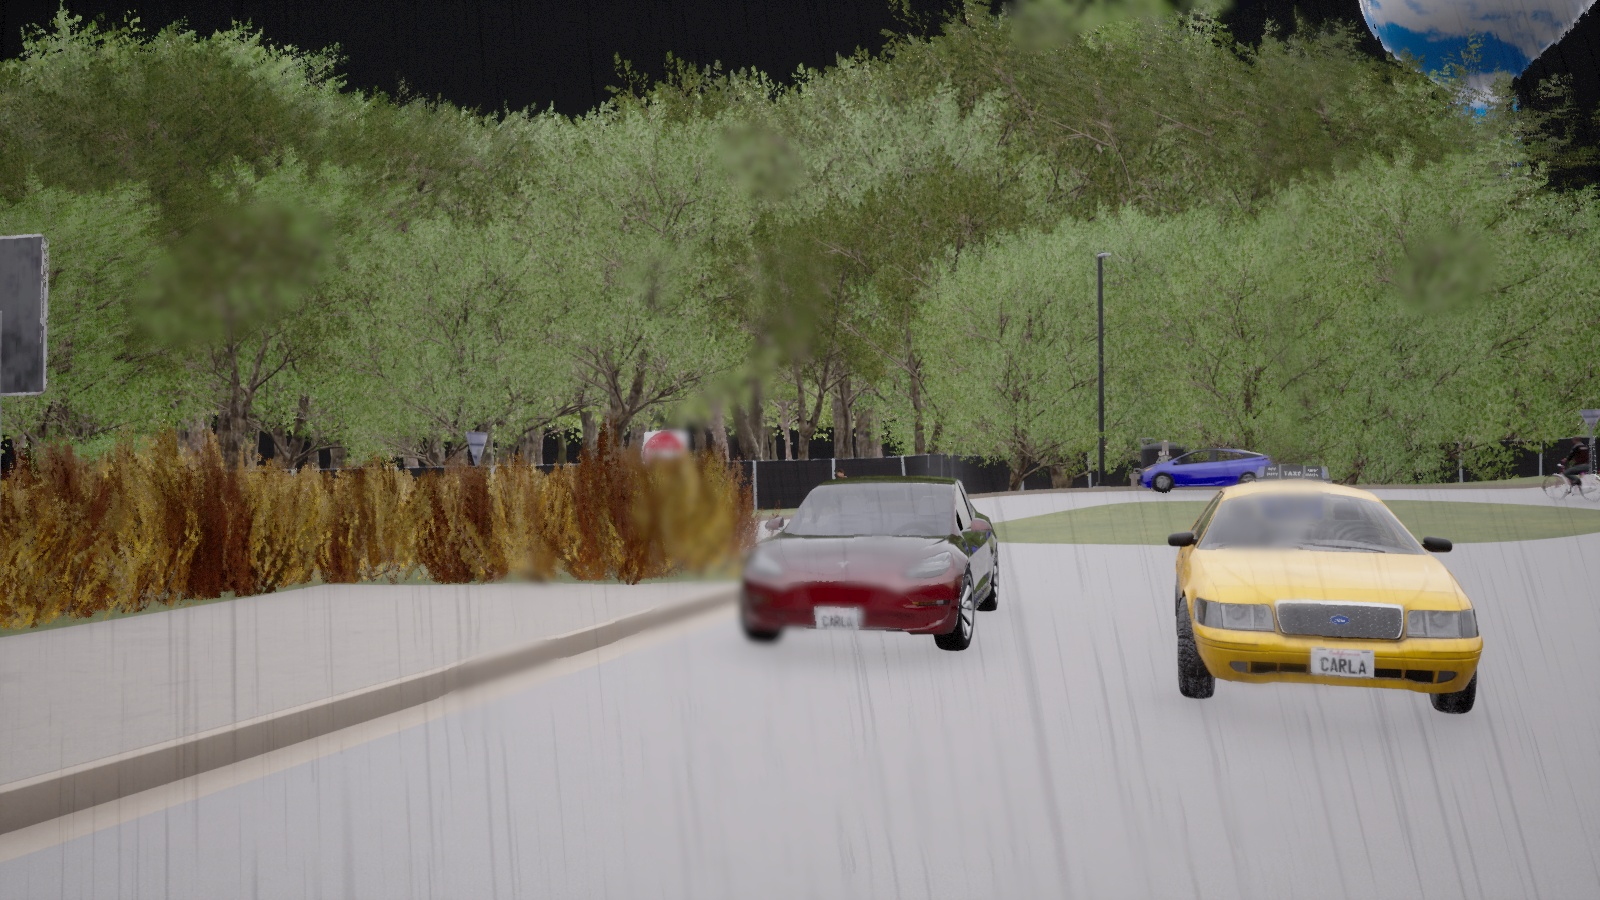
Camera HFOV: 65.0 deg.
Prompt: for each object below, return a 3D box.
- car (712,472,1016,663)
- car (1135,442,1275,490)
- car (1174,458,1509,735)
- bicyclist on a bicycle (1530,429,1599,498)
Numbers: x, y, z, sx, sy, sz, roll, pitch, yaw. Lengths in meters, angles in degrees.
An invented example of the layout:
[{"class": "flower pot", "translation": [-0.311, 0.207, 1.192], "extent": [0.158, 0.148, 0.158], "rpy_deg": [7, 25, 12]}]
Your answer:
[{"class": "car", "translation": [0.887, 0.986, 12.515], "extent": [2.163, 1.488, 4.792], "rpy_deg": [-1, -1, 13]}, {"class": "car", "translation": [14.082, 0.557, 43.796], "extent": [4.514, 1.525, 2.007], "rpy_deg": [-2, 0, 18]}, {"class": "car", "translation": [3.950, 0.863, 10.039], "extent": [1.801, 1.575, 5.366], "rpy_deg": [0, 0, 16]}, {"class": "bicyclist on a bicycle", "translation": [20.767, 0.339, 33.859], "extent": [0.659, 1.776, 1.843], "rpy_deg": [-4, 1, -16]}]
